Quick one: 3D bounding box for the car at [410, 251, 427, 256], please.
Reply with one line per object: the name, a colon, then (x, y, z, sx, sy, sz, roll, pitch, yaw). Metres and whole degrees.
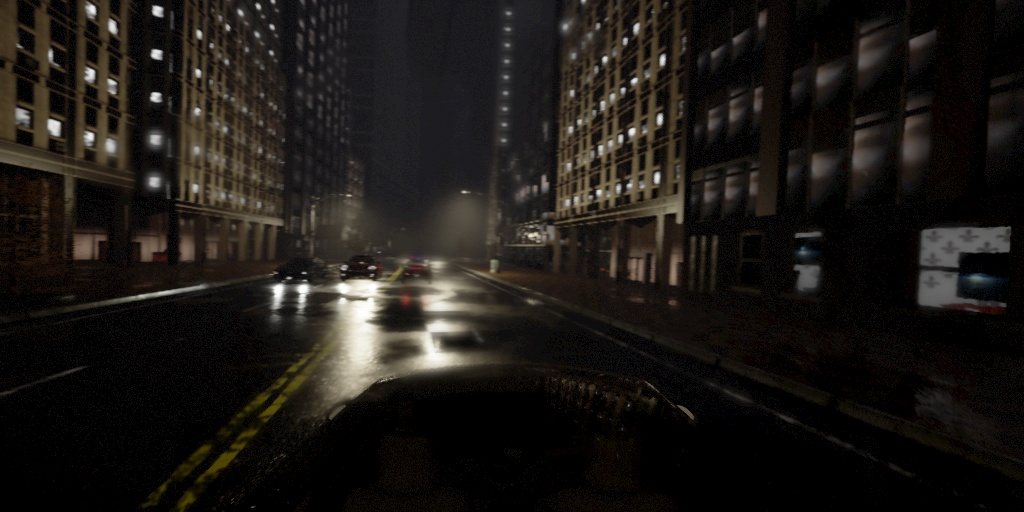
car: (-13.568, 0.338, 52.033, 2.150, 2.045, 5.566, 2, 0, -15)

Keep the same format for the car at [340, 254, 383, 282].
car: (-9.762, 0.692, 23.522, 2.097, 1.767, 4.553, 2, 0, -14)

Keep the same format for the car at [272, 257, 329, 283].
car: (-12.746, 0.787, 22.051, 2.033, 1.411, 5.357, 2, 0, -14)

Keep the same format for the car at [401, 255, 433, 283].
car: (-6.322, 0.950, 23.959, 2.128, 1.511, 4.902, 2, 0, -15)
